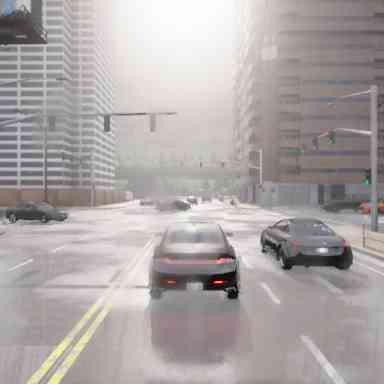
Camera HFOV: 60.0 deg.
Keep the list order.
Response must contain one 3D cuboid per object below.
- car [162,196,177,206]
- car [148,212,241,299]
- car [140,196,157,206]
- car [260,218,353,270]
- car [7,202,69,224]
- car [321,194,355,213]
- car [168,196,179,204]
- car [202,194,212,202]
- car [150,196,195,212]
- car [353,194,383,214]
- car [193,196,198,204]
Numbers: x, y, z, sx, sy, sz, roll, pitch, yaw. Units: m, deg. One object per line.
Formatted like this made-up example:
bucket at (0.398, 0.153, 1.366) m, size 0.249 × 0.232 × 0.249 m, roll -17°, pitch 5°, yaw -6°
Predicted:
car at (-3.673, 1.480, 55.049) m, size 2.128 × 1.511 × 4.902 m, roll 0°, pitch 0°, yaw 0°
car at (0.052, 1.490, 8.420) m, size 2.128 × 1.511 × 4.902 m, roll 0°, pitch 0°, yaw 0°
car at (-7.177, 1.514, 53.254) m, size 1.812 × 1.442 × 4.674 m, roll 0°, pitch 0°, yaw 1°
car at (3.563, 1.562, 11.072) m, size 1.994 × 1.385 × 4.181 m, roll 0°, pitch 0°, yaw 0°
car at (-11.367, 1.500, 24.535) m, size 4.892 × 1.490 × 1.837 m, roll 0°, pitch -1°, yaw 21°
car at (17.141, 1.214, 36.479) m, size 5.566 × 2.045 × 2.150 m, roll 0°, pitch 0°, yaw 0°
car at (-3.645, 1.491, 64.988) m, size 1.837 × 1.490 × 4.892 m, roll 0°, pitch 0°, yaw 0°
car at (3.382, 1.339, 76.795) m, size 2.097 × 1.767 × 4.553 m, roll 0°, pitch 0°, yaw 0°
car at (-2.067, 1.539, 37.059) m, size 2.033 × 1.411 × 5.357 m, roll 0°, pitch 0°, yaw 26°
car at (18.967, 1.345, 32.960) m, size 4.553 × 1.767 × 2.097 m, roll 0°, pitch 0°, yaw 0°
car at (-0.004, 1.478, 60.633) m, size 2.128 × 1.511 × 4.902 m, roll 0°, pitch 0°, yaw 0°
